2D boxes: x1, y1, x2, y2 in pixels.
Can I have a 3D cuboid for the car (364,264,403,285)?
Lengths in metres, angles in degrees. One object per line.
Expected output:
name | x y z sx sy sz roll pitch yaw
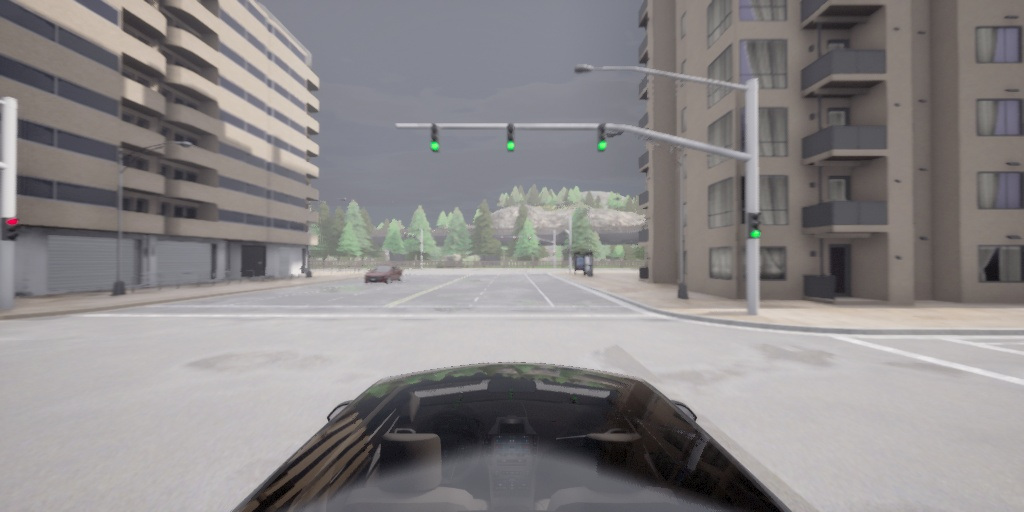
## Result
car | -10.508 1.479 29.632 1.882 1.535 5.008 0 1 0
